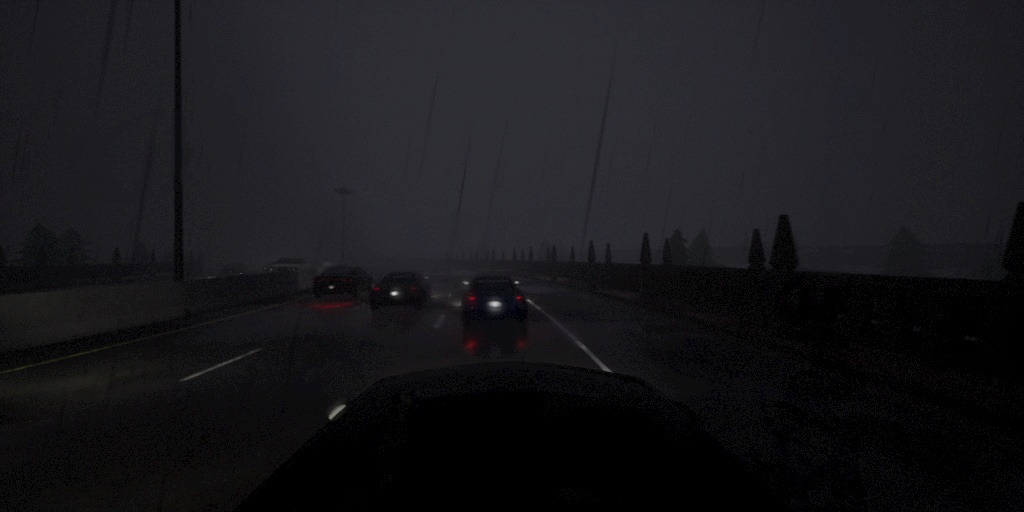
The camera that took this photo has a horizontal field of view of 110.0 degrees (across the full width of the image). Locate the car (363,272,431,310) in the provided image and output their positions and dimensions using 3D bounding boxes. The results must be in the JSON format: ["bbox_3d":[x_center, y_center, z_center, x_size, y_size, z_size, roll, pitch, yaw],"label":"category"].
[{"bbox_3d":[-4.518,1.332,14.987,1.994,1.385,4.181,0,0,-8],"label":"car"}]

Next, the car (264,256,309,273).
[{"bbox_3d":[-19.299,1.049,31.378,2.150,2.045,5.566,0,0,-19],"label":"car"}]

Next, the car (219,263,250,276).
[{"bbox_3d":[-29.905,1.429,38.751,1.994,1.385,4.181,0,0,-26],"label":"car"}]

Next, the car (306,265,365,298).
[{"bbox_3d":[-8.633,1.262,18.747,1.882,1.535,5.008,0,0,-10],"label":"car"}]

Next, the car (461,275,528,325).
[{"bbox_3d":[-0.652,1.315,11.965,1.994,1.385,4.181,0,0,-5],"label":"car"}]
